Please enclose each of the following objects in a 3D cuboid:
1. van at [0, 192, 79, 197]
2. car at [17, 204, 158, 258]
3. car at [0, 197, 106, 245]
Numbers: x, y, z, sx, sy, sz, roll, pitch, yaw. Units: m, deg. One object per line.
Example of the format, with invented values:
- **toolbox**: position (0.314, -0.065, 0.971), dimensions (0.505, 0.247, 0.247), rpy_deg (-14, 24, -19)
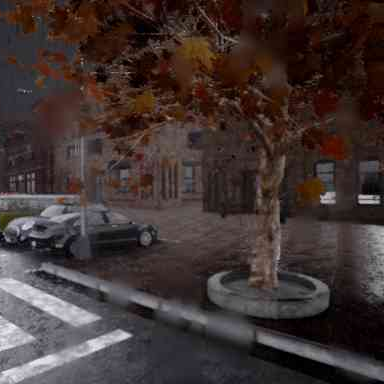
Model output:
- **van**: position (-7.607, 1.113, 16.097), dimensions (1.878, 1.987, 4.442), rpy_deg (1, 0, 42)
- **car**: position (-3.456, 1.402, 12.475), dimensions (2.231, 1.521, 4.892), rpy_deg (1, 0, 42)
- **car**: position (-5.469, 1.246, 14.354), dimensions (2.185, 1.767, 4.553), rpy_deg (1, 0, 42)
